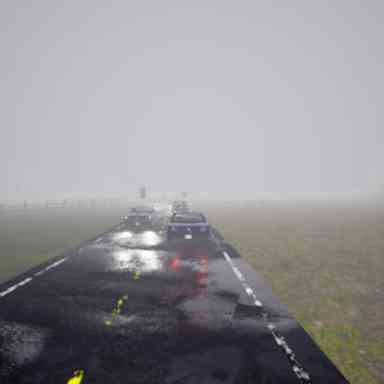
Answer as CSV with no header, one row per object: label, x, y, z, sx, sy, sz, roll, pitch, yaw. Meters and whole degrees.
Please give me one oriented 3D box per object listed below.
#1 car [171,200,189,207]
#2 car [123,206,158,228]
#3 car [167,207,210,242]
car,-1.296,1.594,36.054,2.033,1.411,5.357,0,0,-4
car,-3.367,1.616,22.328,1.895,1.301,4.718,0,0,-2
car,-0.220,1.612,16.376,1.895,1.301,4.718,0,0,-2
